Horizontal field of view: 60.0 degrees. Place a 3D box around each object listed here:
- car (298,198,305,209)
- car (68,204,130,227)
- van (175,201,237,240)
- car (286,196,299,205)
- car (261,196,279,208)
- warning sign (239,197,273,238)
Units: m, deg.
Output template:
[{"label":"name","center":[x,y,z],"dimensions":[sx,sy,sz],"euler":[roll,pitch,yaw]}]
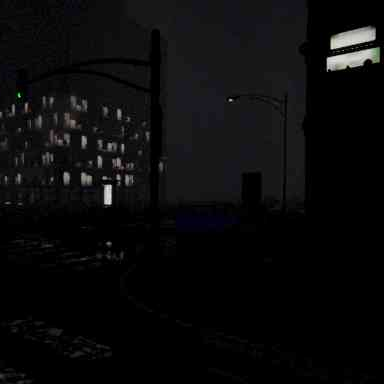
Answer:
[{"label":"car","center":[15.592,1.442,42.344],"dimensions":[1.837,1.490,4.892],"euler":[1,1,36]},{"label":"car","center":[-5.999,1.467,21.879],"dimensions":[1.947,1.339,4.313],"euler":[1,1,35]},{"label":"van","center":[0.833,1.368,17.019],"dimensions":[1.690,1.788,3.998],"euler":[1,1,35]},{"label":"car","center":[16.350,1.364,53.300],"dimensions":[1.752,1.417,4.829],"euler":[1,1,35]},{"label":"car","center":[10.035,1.293,44.420],"dimensions":[1.967,1.590,4.097],"euler":[1,1,35]},{"label":"warning sign","center":[3.115,1.177,16.125],"dimensions":[1.300,1.860,1.060],"euler":[1,1,35]}]
